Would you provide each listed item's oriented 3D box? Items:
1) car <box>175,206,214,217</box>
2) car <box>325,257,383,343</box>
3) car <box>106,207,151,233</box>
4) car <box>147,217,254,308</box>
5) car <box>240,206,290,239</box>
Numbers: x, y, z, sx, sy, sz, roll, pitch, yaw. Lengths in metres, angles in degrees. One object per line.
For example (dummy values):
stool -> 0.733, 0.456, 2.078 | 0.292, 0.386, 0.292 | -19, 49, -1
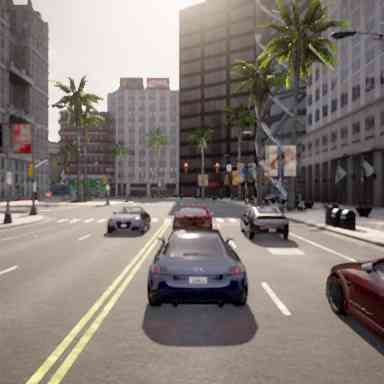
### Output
car -> 0.092, 1.452, 16.979 | 1.882, 1.535, 5.008 | 0, 0, 2
car -> 3.603, 1.556, 4.829 | 1.994, 1.385, 4.181 | 0, 0, 0
car -> -3.503, 1.543, 19.049 | 1.994, 1.385, 4.181 | 0, 0, 0
car -> 0.093, 1.550, 7.993 | 1.994, 1.385, 4.181 | 0, 0, -1
car -> 3.589, 1.466, 17.001 | 2.128, 1.511, 4.902 | 0, 0, 2
